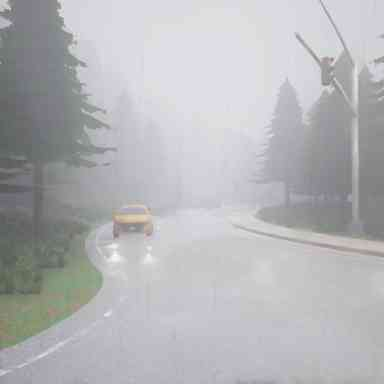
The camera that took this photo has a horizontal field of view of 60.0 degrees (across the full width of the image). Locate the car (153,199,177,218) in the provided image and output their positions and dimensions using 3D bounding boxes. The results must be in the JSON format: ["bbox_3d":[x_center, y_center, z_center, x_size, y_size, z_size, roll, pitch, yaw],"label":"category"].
[{"bbox_3d":[-2.829,1.394,29.376,1.882,1.535,5.008,0,0,16],"label":"car"}]

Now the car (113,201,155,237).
[{"bbox_3d":[-3.184,1.442,18.112,1.882,1.535,5.008,-1,0,-9],"label":"car"}]

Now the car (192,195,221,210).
[{"bbox_3d":[1.798,1.184,40.814,2.097,1.767,4.553,0,0,28],"label":"car"}]
